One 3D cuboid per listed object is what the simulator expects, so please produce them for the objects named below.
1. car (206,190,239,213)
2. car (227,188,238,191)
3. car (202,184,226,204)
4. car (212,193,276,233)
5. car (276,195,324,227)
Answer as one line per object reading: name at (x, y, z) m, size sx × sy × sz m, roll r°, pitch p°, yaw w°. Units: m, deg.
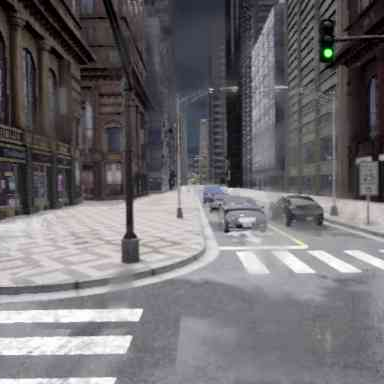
car at (2.311, 0.818, 25.927) m, size 1.994 × 1.385 × 4.181 m, roll -1°, pitch 2°, yaw 2°
car at (5.439, 0.224, 45.411) m, size 1.812 × 1.442 × 4.674 m, roll -1°, pitch 1°, yaw 0°
car at (2.293, 0.167, 37.451) m, size 2.150 × 2.045 × 5.566 m, roll -1°, pitch 2°, yaw 1°
car at (2.291, 1.015, 16.014) m, size 2.128 × 1.511 × 4.902 m, roll -1°, pitch 2°, yaw 1°
car at (5.488, 0.932, 17.966) m, size 1.837 × 1.490 × 4.892 m, roll -1°, pitch 2°, yaw 0°
